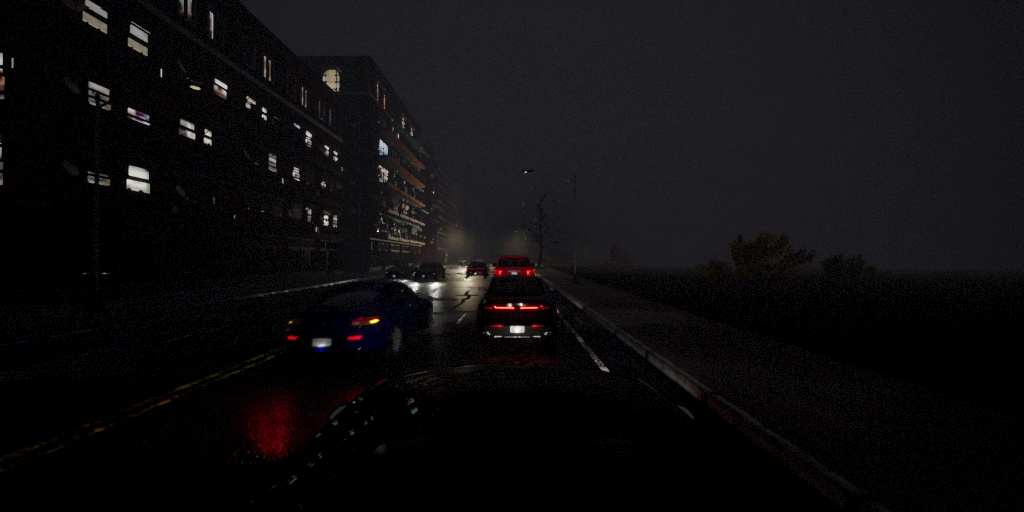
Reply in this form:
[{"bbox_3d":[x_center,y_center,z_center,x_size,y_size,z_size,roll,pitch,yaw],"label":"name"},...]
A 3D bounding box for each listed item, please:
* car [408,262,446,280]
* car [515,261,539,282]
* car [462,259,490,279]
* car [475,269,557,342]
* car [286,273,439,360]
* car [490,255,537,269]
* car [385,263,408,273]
[{"bbox_3d":[-6.578,1.258,29.021,1.837,1.490,4.892,0,0,0],"label":"car"},{"bbox_3d":[1.162,1.208,30.516,1.801,1.575,5.366,0,0,0],"label":"car"},{"bbox_3d":[-3.124,1.258,33.258,1.837,1.490,4.892,0,0,0],"label":"car"},{"bbox_3d":[0.108,1.256,9.761,1.837,1.490,4.892,0,0,0],"label":"car"},{"bbox_3d":[-3.144,1.277,8.233,1.812,1.442,4.674,0,0,0],"label":"car"},{"bbox_3d":[0.115,0.974,20.109,2.150,2.045,5.566,0,0,0],"label":"car"},{"bbox_3d":[-9.825,1.300,32.556,2.033,1.411,5.357,0,0,0],"label":"car"}]
